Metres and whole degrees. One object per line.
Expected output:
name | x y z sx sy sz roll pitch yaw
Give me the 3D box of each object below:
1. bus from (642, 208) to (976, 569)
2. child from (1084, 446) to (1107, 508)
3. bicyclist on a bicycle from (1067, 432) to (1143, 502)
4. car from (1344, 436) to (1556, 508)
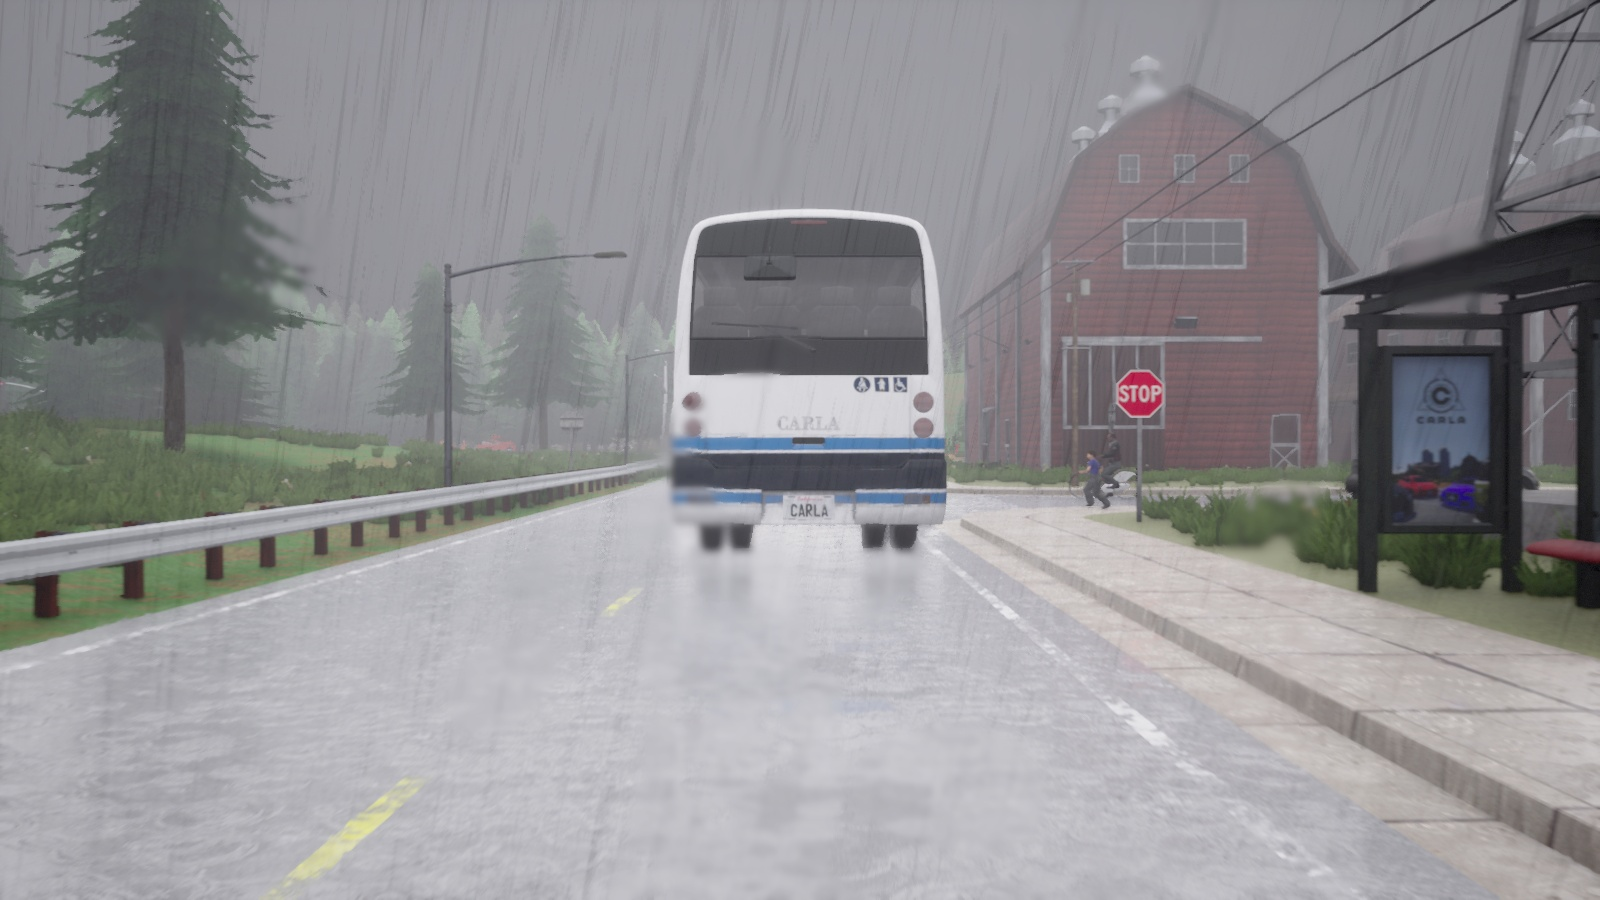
bus | 0.129 -0.742 19.935 3.944 4.253 10.273 0 0 0
child | 5.993 0.543 25.439 0.437 1.263 0.270 0 0 17
bicyclist on a bicycle | 7.983 0.438 32.908 1.843 1.776 0.659 1 0 5
car | 15.102 0.492 29.307 3.988 1.617 1.851 0 0 -1
